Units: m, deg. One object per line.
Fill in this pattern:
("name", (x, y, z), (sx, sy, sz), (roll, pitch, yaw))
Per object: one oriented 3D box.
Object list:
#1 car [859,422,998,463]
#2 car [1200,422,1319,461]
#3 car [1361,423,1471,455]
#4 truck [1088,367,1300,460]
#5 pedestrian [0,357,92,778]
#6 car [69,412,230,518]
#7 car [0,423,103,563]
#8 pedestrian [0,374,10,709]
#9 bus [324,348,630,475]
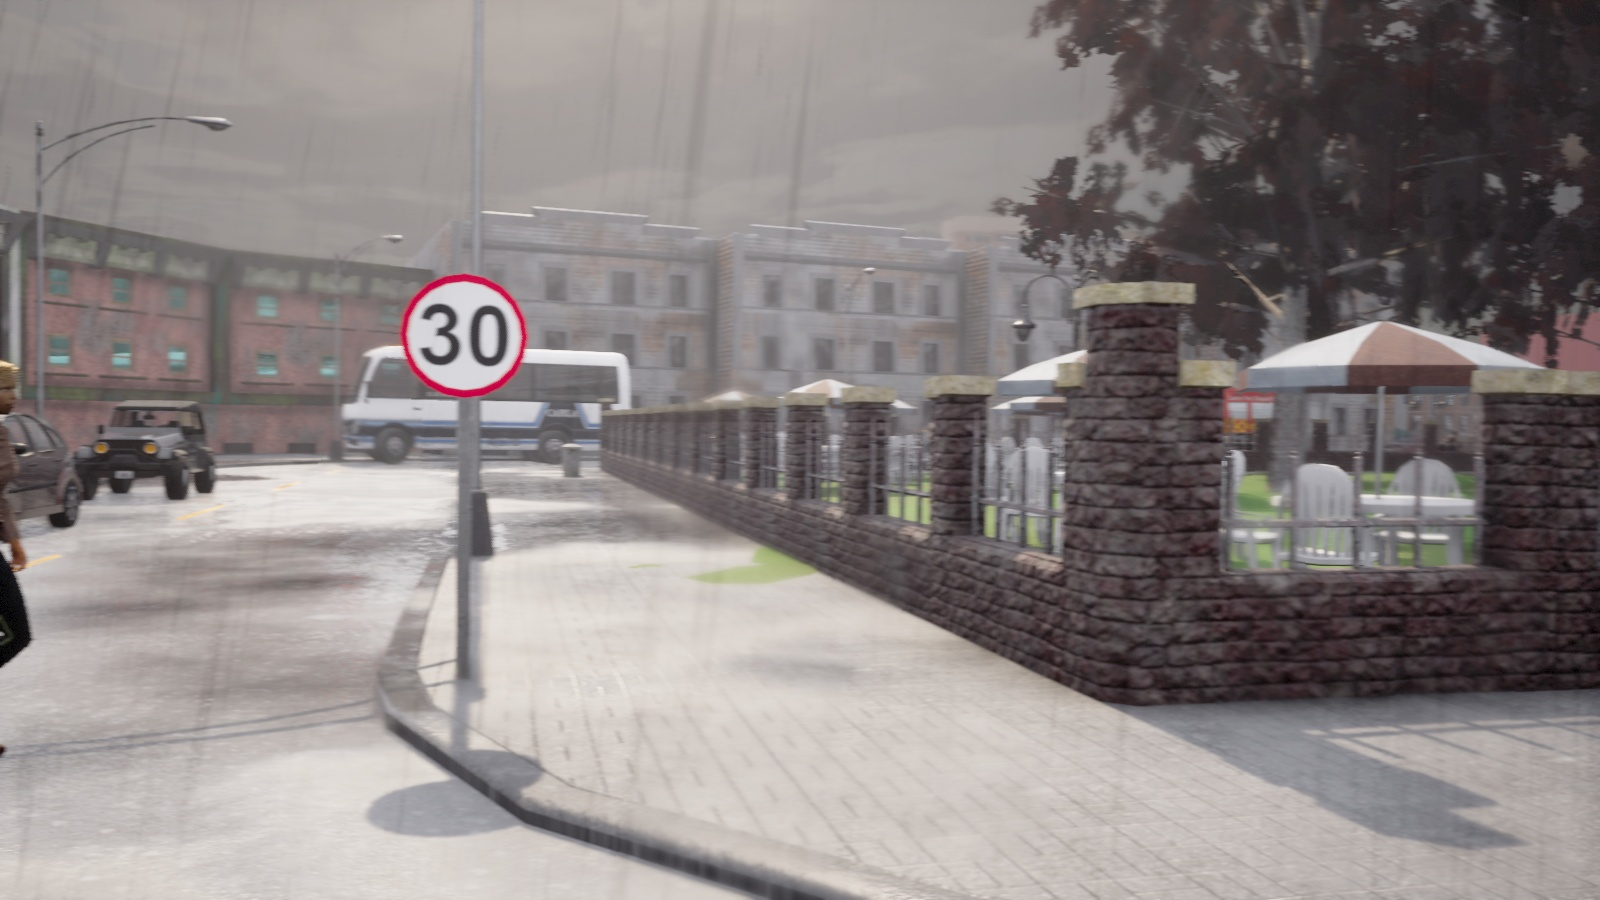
("car", (5.274, -0.332, 51.641), (5.366, 1.575, 1.801), (-1, 1, -13))
("car", (18.523, -0.363, 50.687), (4.193, 1.474, 1.816), (-1, 1, -13))
("car", (27.962, -0.527, 57.052), (4.181, 1.385, 1.994), (-1, 1, -14))
("truck", (17.057, -1.602, 54.429), (8.468, 3.827, 2.891), (-1, 1, -13))
("pedestrian", (-3.623, 0.517, 5.667), (0.634, 1.846, 0.331), (-1, 1, -5))
("car", (-12.583, 0.227, 24.557), (1.905, 1.878, 3.866), (-1, 1, -14))
("car", (-10.541, 0.479, 15.994), (1.851, 1.617, 3.988), (-1, 1, -13))
("pedestrian", (-4.727, 0.505, 6.753), (0.706, 1.836, 0.354), (-1, 1, -15))
("bus", (-11.790, -1.384, 46.080), (10.273, 4.253, 3.944), (-1, 2, -25))
